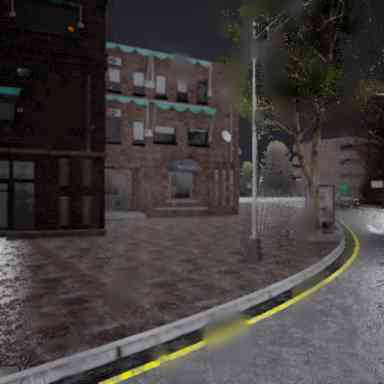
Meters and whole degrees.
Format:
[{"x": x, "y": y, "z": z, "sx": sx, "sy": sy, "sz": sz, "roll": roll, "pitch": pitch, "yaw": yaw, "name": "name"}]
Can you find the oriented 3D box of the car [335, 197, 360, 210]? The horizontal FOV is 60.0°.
[{"x": 16.053, "y": 1.158, "z": 35.964, "sx": 1.895, "sy": 1.301, "sz": 4.718, "roll": 0, "pitch": 1, "yaw": -3, "name": "car"}]
